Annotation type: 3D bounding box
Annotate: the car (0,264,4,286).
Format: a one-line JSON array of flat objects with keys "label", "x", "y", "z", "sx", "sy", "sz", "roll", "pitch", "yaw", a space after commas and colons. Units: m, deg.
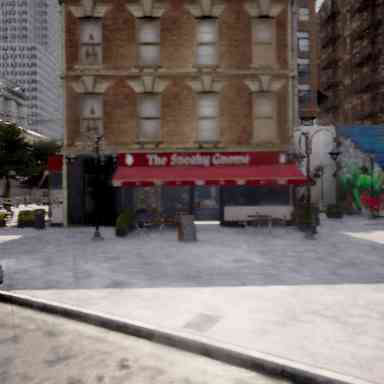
[{"label": "car", "x": -6.164, "y": 1.663, "z": 6.913, "sx": 4.718, "sy": 1.301, "sz": 1.895, "roll": -1, "pitch": 0, "yaw": 29}]
